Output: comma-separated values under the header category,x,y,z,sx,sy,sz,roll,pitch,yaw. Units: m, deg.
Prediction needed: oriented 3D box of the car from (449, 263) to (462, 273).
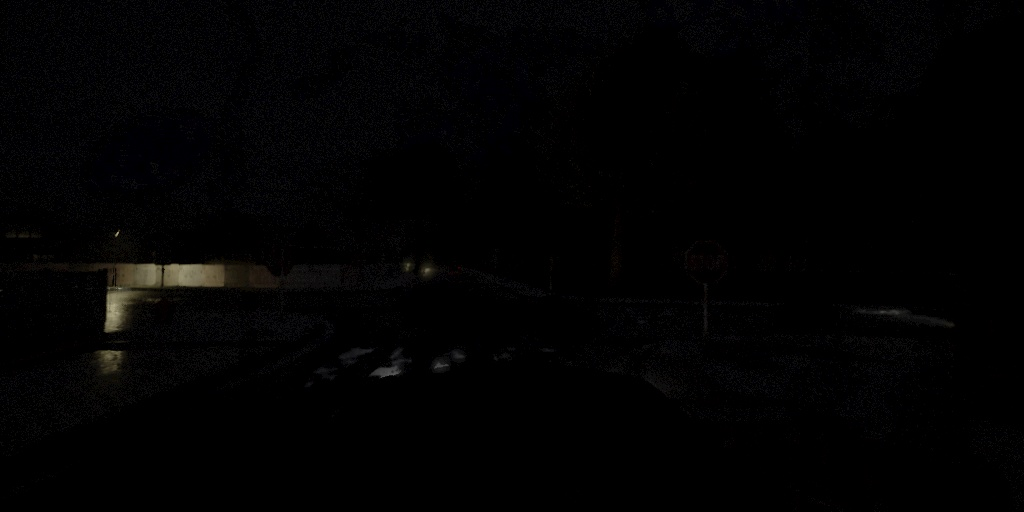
category,x,y,z,sx,sy,sz,roll,pitch,yaw
car,-9.608,2.054,60.944,1.812,1.442,4.674,0,-1,-11
